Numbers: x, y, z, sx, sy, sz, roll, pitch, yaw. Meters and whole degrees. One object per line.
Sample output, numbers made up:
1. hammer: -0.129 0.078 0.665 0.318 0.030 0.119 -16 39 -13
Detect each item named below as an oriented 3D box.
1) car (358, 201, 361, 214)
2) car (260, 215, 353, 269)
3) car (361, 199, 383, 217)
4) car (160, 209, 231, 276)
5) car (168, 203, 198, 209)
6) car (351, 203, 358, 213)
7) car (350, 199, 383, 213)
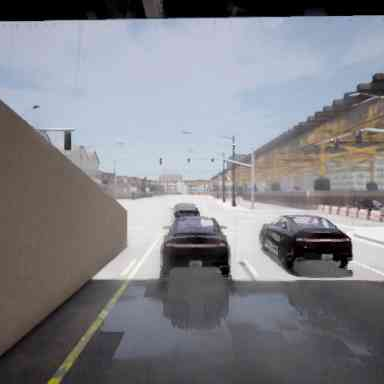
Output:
1. car: 17.426 1.495 28.538 2.038 1.542 4.974 0 0 -35
2. car: 3.594 1.508 11.261 2.128 1.511 4.902 0 0 0
3. car: 17.456 1.338 28.495 1.853 1.218 4.536 0 0 -35
4. car: 0.095 1.507 10.386 2.128 1.511 4.902 0 0 0
5. car: -0.569 1.543 24.383 1.837 1.490 4.892 1 0 -8
6. car: 17.529 1.502 33.144 2.038 1.542 4.974 0 0 45
7. car: 17.566 1.345 33.182 1.853 1.218 4.536 0 0 45
